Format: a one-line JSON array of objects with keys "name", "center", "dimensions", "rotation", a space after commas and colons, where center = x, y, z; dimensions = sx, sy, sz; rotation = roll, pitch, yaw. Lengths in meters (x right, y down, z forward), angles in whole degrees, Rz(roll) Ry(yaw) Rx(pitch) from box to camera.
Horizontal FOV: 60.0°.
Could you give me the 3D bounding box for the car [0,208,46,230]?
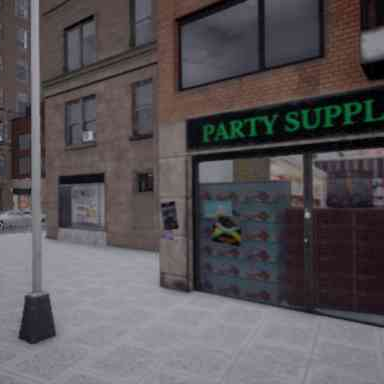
[{"name": "car", "center": [-12.413, 1.858, 23.583], "dimensions": [1.895, 1.301, 4.718], "rotation": [-1, 0, 35]}]
